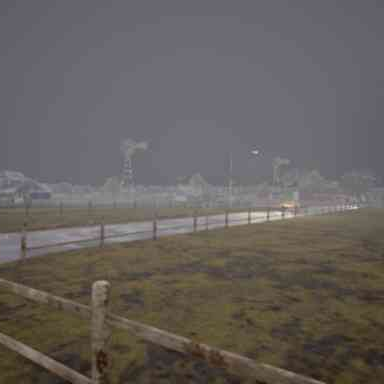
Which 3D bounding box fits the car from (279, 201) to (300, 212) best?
[{"bbox_3d":[14.548,2.107,49.492,1.882,1.535,5.008,2,0,36],"label":"car"}]
